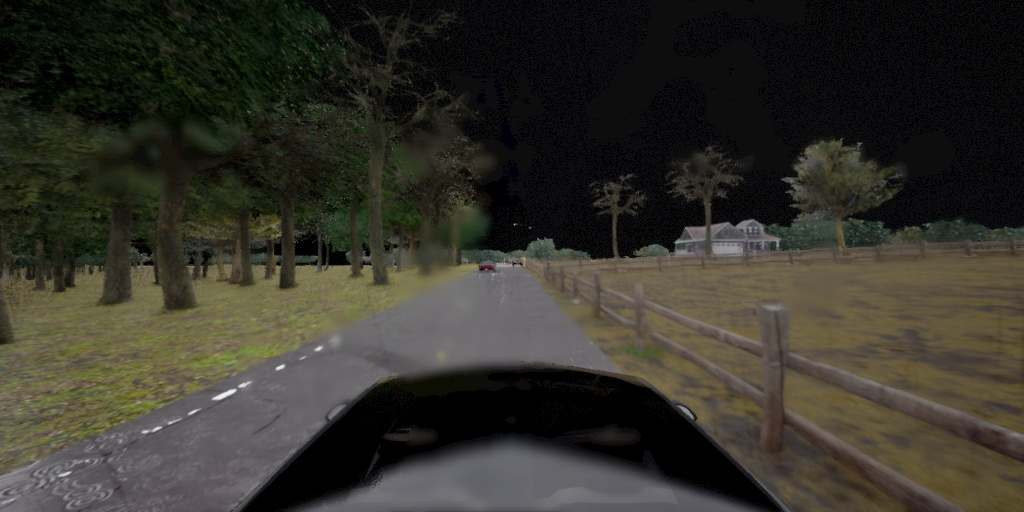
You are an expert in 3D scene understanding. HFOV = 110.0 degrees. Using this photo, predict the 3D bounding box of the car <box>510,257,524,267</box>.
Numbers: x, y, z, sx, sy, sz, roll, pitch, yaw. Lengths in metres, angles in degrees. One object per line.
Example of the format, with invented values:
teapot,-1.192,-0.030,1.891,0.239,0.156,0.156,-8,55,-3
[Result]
car,0.951,1.039,60.675,1.837,1.490,4.892,0,0,0

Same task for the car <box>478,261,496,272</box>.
car,-2.845,1.191,41.844,1.895,1.301,4.718,0,0,0
